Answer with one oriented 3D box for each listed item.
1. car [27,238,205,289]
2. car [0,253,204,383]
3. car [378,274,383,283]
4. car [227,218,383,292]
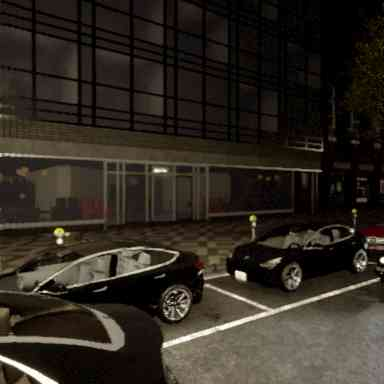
[{"bbox_3d":[-1.765,1.523,5.491,4.313,1.339,1.947,-1,1,-34],"label":"car"},{"bbox_3d":[-2.370,1.499,1.740,4.892,1.490,1.837,0,0,-34],"label":"car"},{"bbox_3d":[6.204,1.511,7.611,4.718,1.301,1.895,-1,1,-34],"label":"car"},{"bbox_3d":[2.890,1.478,8.676,4.313,1.339,1.947,-1,1,-34],"label":"car"}]
